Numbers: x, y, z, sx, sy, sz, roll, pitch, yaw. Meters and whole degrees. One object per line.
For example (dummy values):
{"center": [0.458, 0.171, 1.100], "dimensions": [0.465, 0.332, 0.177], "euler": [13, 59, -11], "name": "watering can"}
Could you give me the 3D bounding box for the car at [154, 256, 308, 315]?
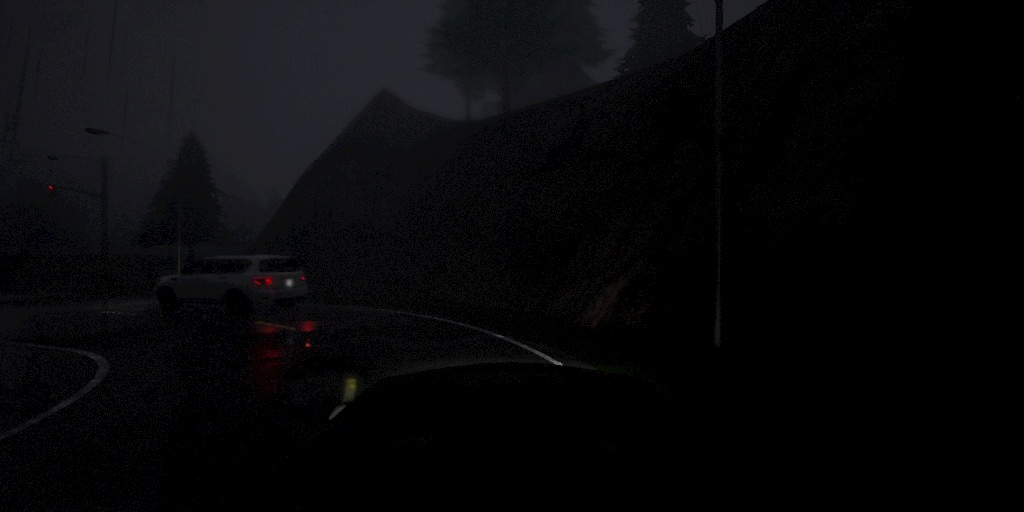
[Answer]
{"center": [-10.418, 1.006, 13.380], "dimensions": [5.566, 2.045, 2.150], "euler": [0, 0, 16], "name": "car"}
